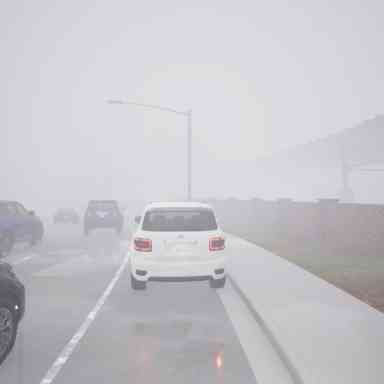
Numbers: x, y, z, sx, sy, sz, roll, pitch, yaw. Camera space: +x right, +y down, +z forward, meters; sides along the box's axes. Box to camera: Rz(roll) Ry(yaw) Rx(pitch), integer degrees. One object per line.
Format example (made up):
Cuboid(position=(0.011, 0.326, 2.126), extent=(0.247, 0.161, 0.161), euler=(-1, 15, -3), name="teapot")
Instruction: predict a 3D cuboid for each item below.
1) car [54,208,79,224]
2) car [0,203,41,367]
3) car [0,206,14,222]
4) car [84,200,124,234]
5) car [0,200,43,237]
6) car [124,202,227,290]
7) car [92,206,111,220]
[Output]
Cuboid(position=(-11.526, 2.153, 30.651), extent=(1.994, 1.385, 4.181), euler=(0, -2, -17), name="car")
Cuboid(position=(-3.462, 1.224, 2.465), extent=(2.150, 2.045, 5.566), euler=(0, 0, -1), name="car")
Cuboid(position=(-20.706, 2.322, 36.085), extent=(1.882, 1.535, 5.008), euler=(0, -2, -21), name="car")
Cuboid(position=(-5.553, 1.517, 21.256), extent=(2.150, 2.045, 5.566), euler=(0, -2, -11), name="car")
Cuboid(position=(-7.754, 1.336, 13.110), extent=(2.150, 2.045, 5.566), euler=(0, -1, -7), name="car")
Cuboid(position=(-0.451, 1.278, 9.412), extent=(2.150, 2.045, 5.566), euler=(0, -1, -5), name="car")
Cuboid(position=(-10.415, 2.316, 38.116), extent=(1.812, 1.442, 4.674), euler=(0, -2, -19), name="car")
